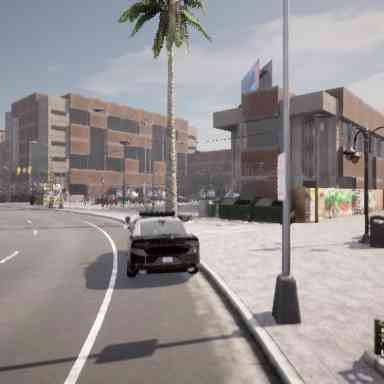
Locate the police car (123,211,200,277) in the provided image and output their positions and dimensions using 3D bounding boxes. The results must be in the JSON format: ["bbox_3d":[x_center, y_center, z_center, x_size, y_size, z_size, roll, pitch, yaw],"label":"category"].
[{"bbox_3d":[-1.110,1.413,10.451,1.930,1.638,5.238,0,0,-12],"label":"police car"}]

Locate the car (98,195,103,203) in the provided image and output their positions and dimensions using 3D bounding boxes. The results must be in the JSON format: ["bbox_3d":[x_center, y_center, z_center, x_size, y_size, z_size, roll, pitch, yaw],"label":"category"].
[{"bbox_3d":[-14.577,1.228,56.454,4.553,1.767,2.185,0,0,42],"label":"car"}]
